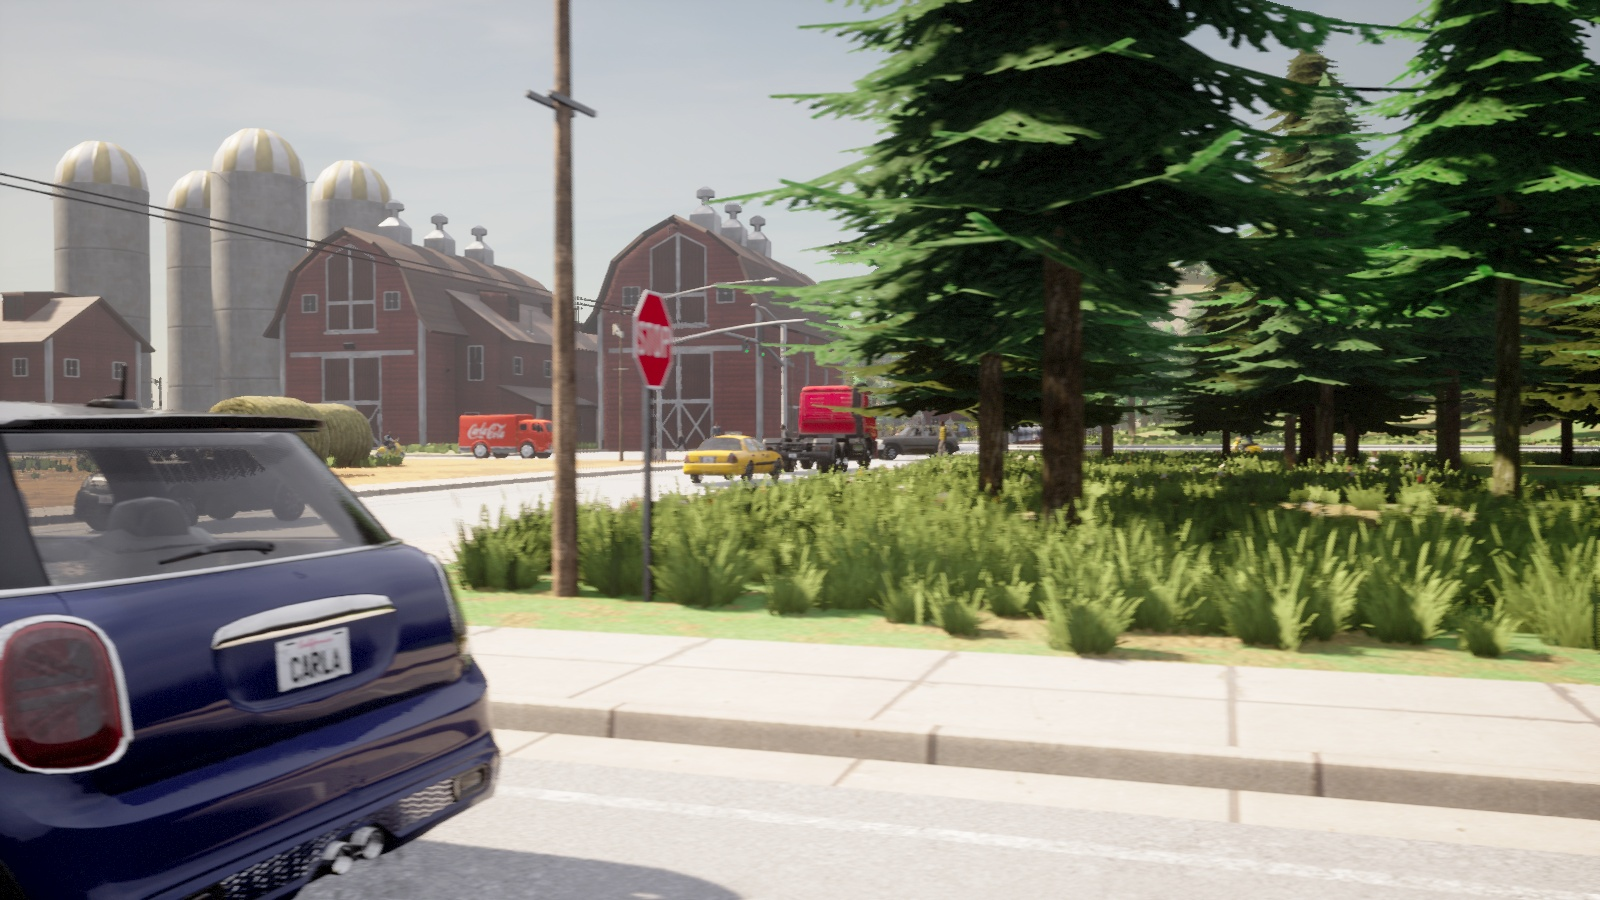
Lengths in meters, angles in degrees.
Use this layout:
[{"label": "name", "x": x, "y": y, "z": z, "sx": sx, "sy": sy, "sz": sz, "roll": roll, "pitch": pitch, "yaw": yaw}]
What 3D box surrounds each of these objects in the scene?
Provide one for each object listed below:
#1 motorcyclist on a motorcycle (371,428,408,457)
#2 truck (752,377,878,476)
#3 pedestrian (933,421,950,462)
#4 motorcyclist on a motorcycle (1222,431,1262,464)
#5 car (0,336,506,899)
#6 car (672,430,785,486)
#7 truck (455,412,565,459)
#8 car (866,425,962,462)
[{"label": "motorcyclist on a motorcycle", "x": -23.019, "y": -0.427, "z": 70.440, "sx": 1.817, "sy": 1.590, "sz": 0.866, "roll": 0, "pitch": 1, "yaw": 15}, {"label": "truck", "x": 0.742, "y": -0.892, "z": 48.335, "sx": 2.891, "sy": 3.462, "sz": 7.936, "roll": 0, "pitch": 1, "yaw": 16}, {"label": "pedestrian", "x": 6.411, "y": -0.370, "z": 56.850, "sx": 0.709, "sy": 1.840, "sz": 0.431, "roll": 0, "pitch": 1, "yaw": 16}, {"label": "motorcyclist on a motorcycle", "x": 21.894, "y": -0.127, "z": 62.237, "sx": 1.817, "sy": 1.590, "sz": 0.866, "roll": 0, "pitch": 1, "yaw": 15}, {"label": "car", "x": -3.583, "y": 0.601, "z": 4.390, "sx": 4.553, "sy": 1.767, "sz": 2.097, "roll": 1, "pitch": 1, "yaw": 19}, {"label": "car", "x": -2.073, "y": 0.177, "z": 38.406, "sx": 1.801, "sy": 1.575, "sz": 5.366, "roll": 0, "pitch": 1, "yaw": 16}, {"label": "truck", "x": -15.800, "y": -0.813, "z": 68.532, "sx": 5.204, "sy": 2.467, "sz": 2.627, "roll": 0, "pitch": 1, "yaw": 15}, {"label": "car", "x": 5.860, "y": -0.353, "z": 65.024, "sx": 4.605, "sy": 1.855, "sz": 1.932, "roll": 0, "pitch": 1, "yaw": -10}]
